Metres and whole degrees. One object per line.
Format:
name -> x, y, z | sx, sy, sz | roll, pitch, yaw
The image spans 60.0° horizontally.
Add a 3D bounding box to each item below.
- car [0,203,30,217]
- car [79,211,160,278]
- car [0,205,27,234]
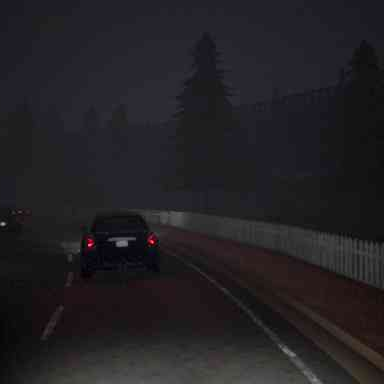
car -> -15.807, 1.652, 27.856 | 5.357, 1.411, 2.033 | 0, 0, 33
car -> -2.467, 1.377, 10.665 | 2.097, 1.767, 4.553 | 0, 0, -18
car -> -11.050, 1.636, 18.802 | 1.994, 1.385, 4.181 | 0, 0, -39
